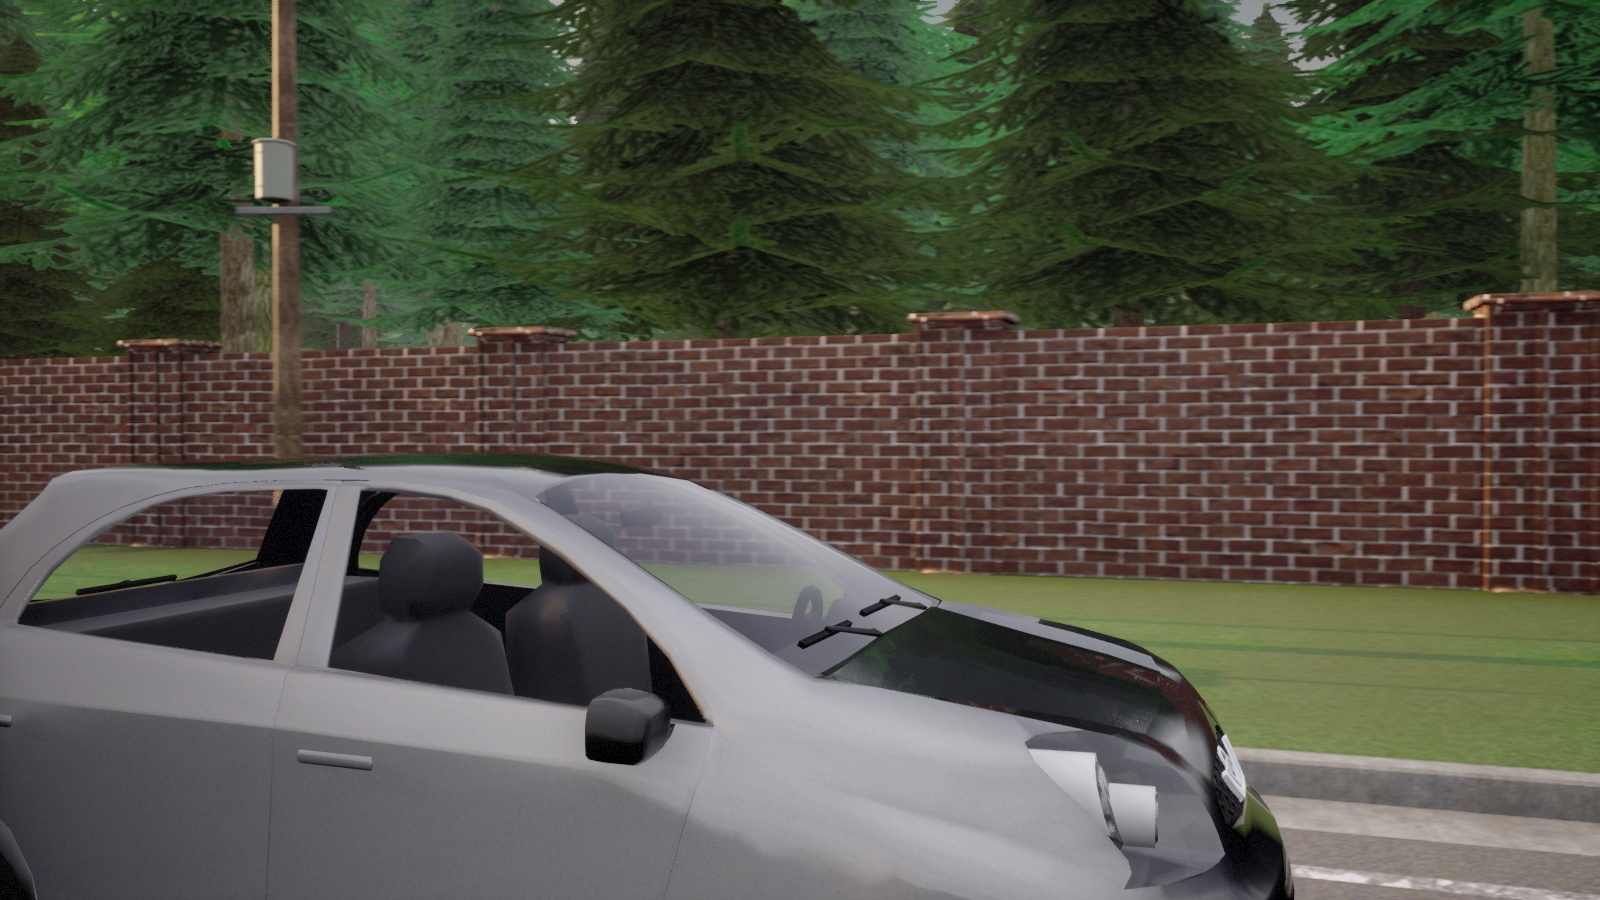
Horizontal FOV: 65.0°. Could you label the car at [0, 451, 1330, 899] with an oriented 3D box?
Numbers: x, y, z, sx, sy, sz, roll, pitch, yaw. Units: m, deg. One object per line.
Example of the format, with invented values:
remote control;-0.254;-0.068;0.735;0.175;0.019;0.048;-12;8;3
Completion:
car;-0.614;0.784;3.400;3.633;1.501;1.845;1;1;19
